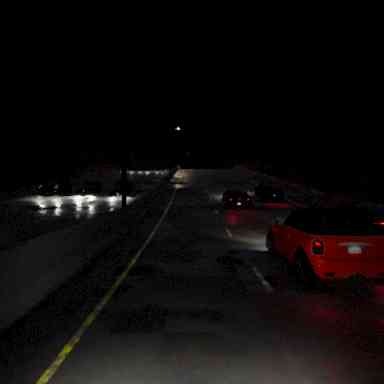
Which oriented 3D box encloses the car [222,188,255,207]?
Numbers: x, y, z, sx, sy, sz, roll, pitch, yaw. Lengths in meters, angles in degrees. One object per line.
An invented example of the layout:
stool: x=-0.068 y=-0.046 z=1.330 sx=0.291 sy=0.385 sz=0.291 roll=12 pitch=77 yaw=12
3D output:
car: x=3.521 y=0.372 z=26.968 sx=1.895 sy=1.301 sz=4.718 roll=0 pitch=6 yaw=0

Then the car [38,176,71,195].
car: x=-14.184 y=-0.740 z=34.705 sx=2.097 sy=1.767 sz=4.553 roll=0 pitch=7 yaw=0

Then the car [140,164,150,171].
car: x=-10.698 y=-5.629 z=75.482 sx=1.882 sy=1.535 sz=5.008 roll=0 pitch=7 yaw=0

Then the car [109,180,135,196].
car: x=-7.189 y=-0.541 z=34.689 sx=2.033 sy=1.411 sz=5.357 roll=0 pitch=7 yaw=0

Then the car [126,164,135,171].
car: x=-14.198 y=-5.606 z=75.476 sx=1.837 sy=1.490 sz=4.892 roll=0 pitch=7 yaw=0

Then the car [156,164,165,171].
car: x=-7.200 y=-5.653 z=76.048 sx=2.033 sy=1.411 sz=5.357 roll=0 pitch=7 yaw=0

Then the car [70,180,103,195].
car: x=-10.685 y=-0.533 z=34.761 sx=1.994 sy=1.385 sz=4.181 roll=0 pitch=7 yaw=0

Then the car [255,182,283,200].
car: x=7.016 y=-0.153 z=30.801 sx=1.882 sy=1.535 sz=5.008 roll=0 pitch=6 yaw=0

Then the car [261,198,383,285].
car: x=3.558 y=1.225 z=9.382 sx=2.097 sy=1.767 sz=4.553 roll=0 pitch=2 yaw=0
